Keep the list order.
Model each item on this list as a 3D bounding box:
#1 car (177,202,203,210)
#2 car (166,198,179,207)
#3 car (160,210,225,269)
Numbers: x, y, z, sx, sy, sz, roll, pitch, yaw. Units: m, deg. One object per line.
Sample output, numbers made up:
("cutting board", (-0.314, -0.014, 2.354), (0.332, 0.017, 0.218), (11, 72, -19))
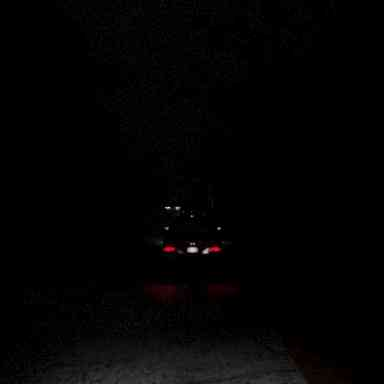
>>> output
("car", (-0.006, 1.605, 28.440), (1.895, 1.301, 4.718), (0, 0, 0))
("car", (-3.045, 1.656, 53.807), (1.812, 1.442, 4.674), (0, -1, 0))
("car", (0.031, 1.549, 11.119), (2.033, 1.411, 5.357), (0, 0, 0))
